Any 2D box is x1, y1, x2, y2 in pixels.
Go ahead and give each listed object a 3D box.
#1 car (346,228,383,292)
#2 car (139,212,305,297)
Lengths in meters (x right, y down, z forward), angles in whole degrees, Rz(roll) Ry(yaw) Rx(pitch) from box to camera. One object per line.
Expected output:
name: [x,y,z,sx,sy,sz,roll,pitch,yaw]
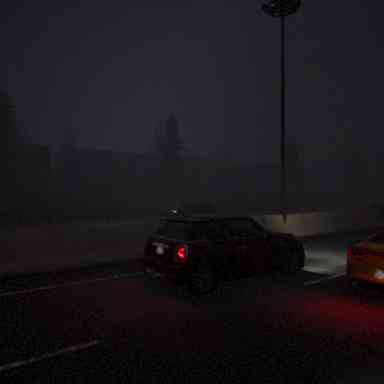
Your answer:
car: [5.710,1.490,8.028,5.008,1.535,1.882,0,0,-36]
car: [0.978,1.371,8.916,4.553,1.767,2.097,0,0,-36]
